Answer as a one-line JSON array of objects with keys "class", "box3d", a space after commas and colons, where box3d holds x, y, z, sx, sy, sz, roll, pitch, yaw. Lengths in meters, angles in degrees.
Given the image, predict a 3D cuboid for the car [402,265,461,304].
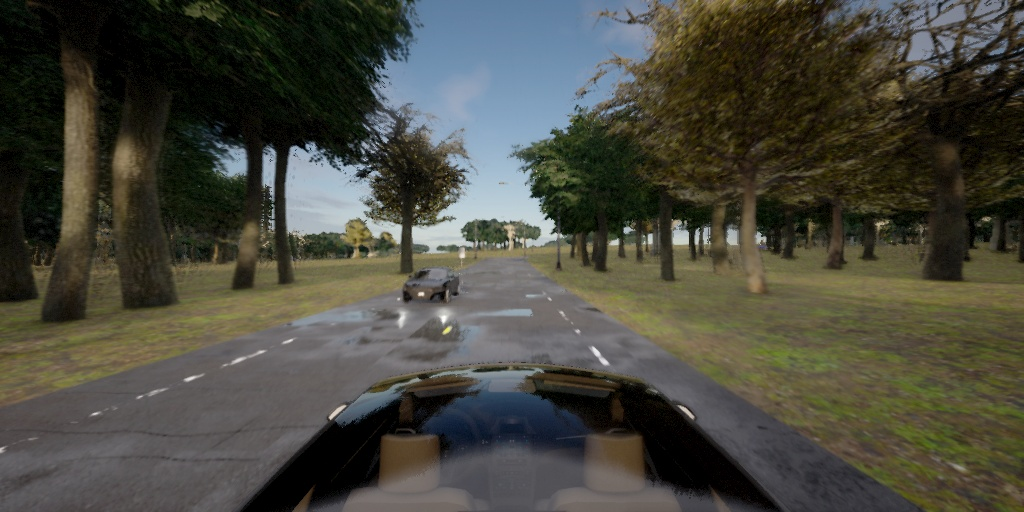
[{"class": "car", "box3d": [-3.598, 1.232, 16.686, 1.882, 1.535, 5.008, 0, 0, 0]}]
